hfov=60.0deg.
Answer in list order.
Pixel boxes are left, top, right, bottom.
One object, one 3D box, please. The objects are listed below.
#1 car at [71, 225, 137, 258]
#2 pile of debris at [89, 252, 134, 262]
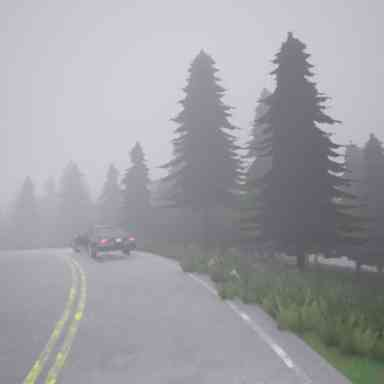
[{"bbox_3d":[-4.454,2.325,16.262,2.033,1.411,5.357,2,-6,-32],"label":"car"},{"bbox_3d":[-3.498,2.781,14.327,1.500,0.140,1.860,1,-5,-27],"label":"pile of debris"}]
